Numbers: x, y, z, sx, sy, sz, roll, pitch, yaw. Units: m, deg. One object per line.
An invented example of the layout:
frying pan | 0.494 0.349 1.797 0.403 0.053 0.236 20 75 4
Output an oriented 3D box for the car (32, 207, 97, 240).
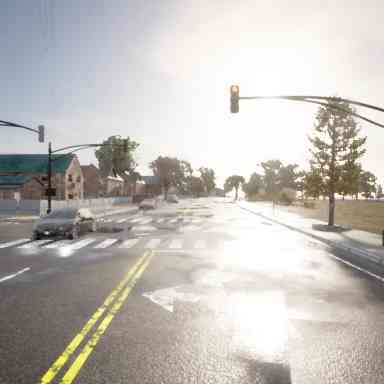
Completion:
car | -6.333 1.553 17.053 1.837 1.490 4.892 0 0 1

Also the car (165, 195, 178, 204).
car | -4.046 1.482 67.073 2.097 1.767 4.553 0 0 4

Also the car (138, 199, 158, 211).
car | -5.520 1.597 42.125 1.812 1.442 4.674 0 0 3
